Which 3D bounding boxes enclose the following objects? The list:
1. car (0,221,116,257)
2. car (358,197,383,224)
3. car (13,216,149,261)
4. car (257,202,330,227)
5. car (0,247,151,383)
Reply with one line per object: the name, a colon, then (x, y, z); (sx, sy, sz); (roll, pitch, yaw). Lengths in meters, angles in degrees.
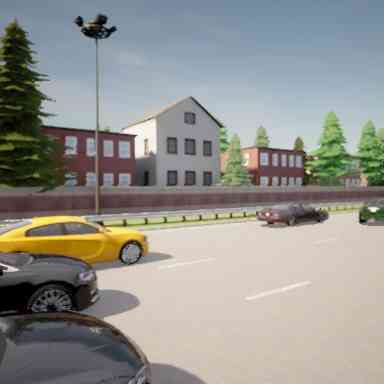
car: (-3.977, 1.495, 5.209); (4.902, 1.511, 2.128); (-1, 0, -36)
car: (12.767, 1.119, 21.462); (4.553, 1.767, 2.097); (-1, 0, -36)
car: (-3.658, 1.452, 9.737); (5.008, 1.535, 1.882); (-1, 0, -36)
car: (6.556, 1.367, 21.329); (5.357, 1.411, 2.033); (-1, 0, -36)
car: (-2.557, 1.502, 1.922); (4.902, 1.511, 2.128); (-1, 0, -36)
